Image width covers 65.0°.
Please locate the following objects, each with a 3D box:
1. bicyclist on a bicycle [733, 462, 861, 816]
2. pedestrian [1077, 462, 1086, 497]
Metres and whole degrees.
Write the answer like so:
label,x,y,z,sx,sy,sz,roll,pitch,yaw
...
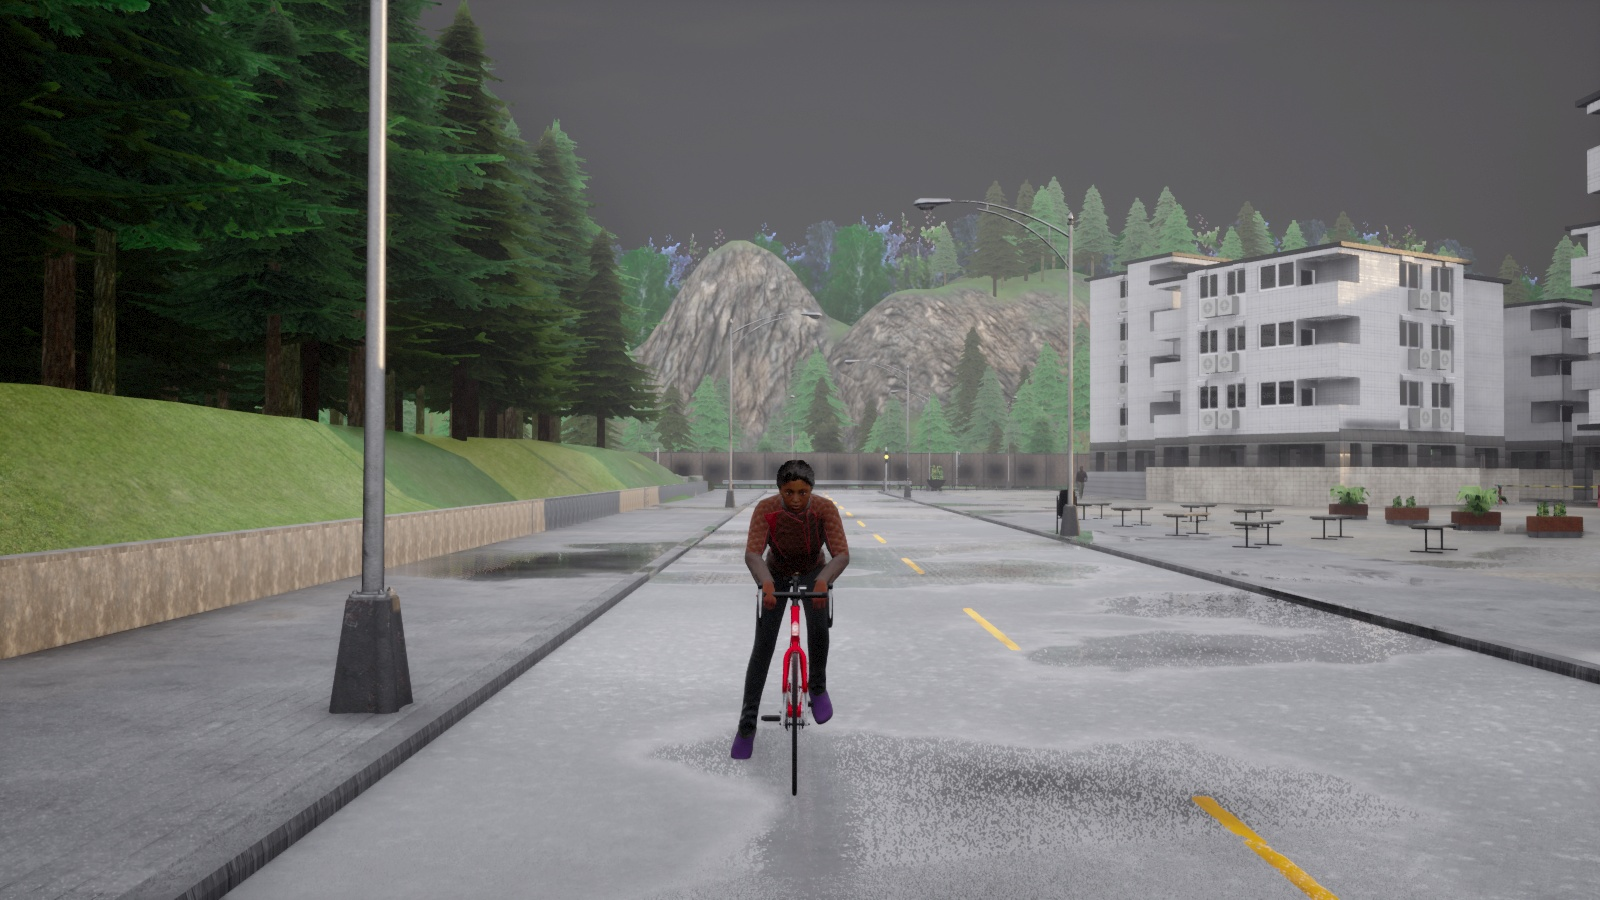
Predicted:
label,x,y,z,sx,sy,sz,roll,pitch,yaw
bicyclist on a bicycle,-0.018,0.878,6.593,0.582,1.620,1.656,0,-1,0
pedestrian,15.060,1.589,67.173,0.431,1.840,0.703,0,-1,9
